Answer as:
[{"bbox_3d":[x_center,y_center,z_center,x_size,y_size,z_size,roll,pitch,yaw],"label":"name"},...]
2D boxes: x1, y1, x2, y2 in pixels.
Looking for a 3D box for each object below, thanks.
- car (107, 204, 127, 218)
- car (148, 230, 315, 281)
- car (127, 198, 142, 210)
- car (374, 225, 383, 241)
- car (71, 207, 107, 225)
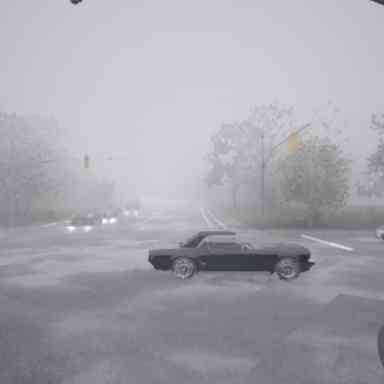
[{"bbox_3d":[-10.598,2.597,44.755,2.128,1.511,4.902,0,0,0],"label":"car"},{"bbox_3d":[1.130,1.841,10.077,4.718,1.301,1.895,0,-2,1],"label":"car"},{"bbox_3d":[-10.518,2.184,60.583,2.150,2.045,5.566,0,1,0],"label":"car"},{"bbox_3d":[12.119,1.965,17.303,4.902,1.511,2.128,0,-2,-1],"label":"car"},{"bbox_3d":[-10.599,2.321,33.873,2.097,1.767,4.553,0,-1,0],"label":"car"}]
